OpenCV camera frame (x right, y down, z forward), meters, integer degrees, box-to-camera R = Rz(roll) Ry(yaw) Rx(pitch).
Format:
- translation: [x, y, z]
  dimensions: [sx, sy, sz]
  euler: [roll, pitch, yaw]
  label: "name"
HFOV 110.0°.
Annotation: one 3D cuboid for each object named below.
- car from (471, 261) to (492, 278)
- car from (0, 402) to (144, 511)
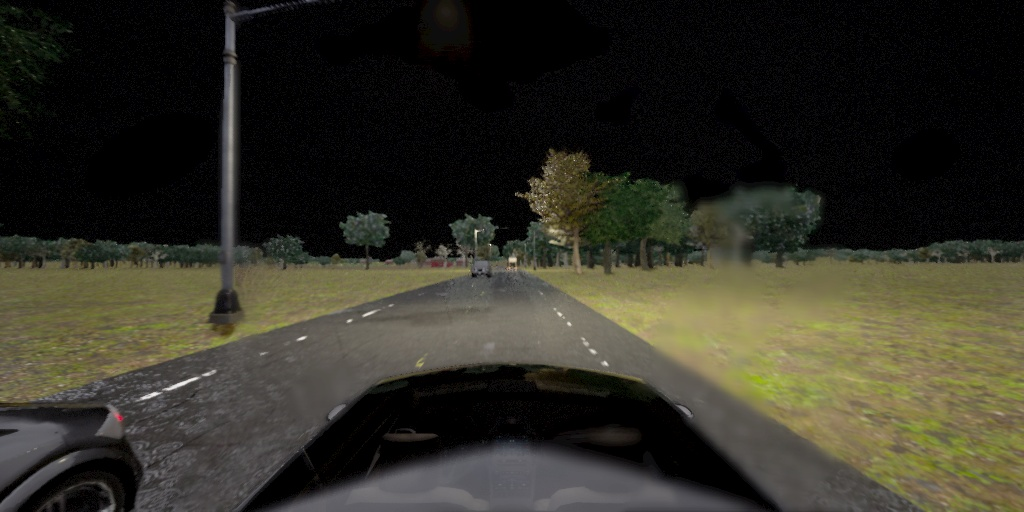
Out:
- translation: [-3.593, 1.573, 42.874]
  dimensions: [2.150, 2.045, 5.566]
  euler: [0, -1, 0]
  label: "car"
- translation: [-3.599, 1.305, 0.749]
  dimensions: [1.994, 1.385, 4.181]
  euler: [0, -1, 0]
  label: "car"
